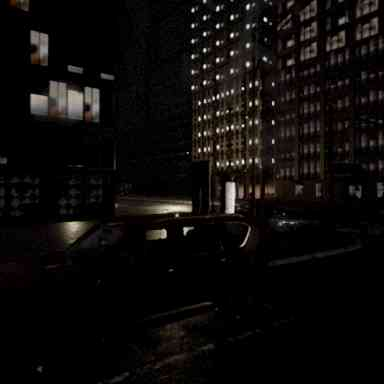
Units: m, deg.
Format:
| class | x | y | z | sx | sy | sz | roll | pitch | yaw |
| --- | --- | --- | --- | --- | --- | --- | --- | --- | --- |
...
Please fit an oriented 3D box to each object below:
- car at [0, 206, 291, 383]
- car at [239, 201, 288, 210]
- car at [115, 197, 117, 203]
| class | x | y | z | sx | sy | sz | roll | pitch | yaw |
| --- | --- | --- | --- | --- | --- | --- | --- | --- | --- |
| car | -0.823 | 1.314 | 5.593 | 5.009 | 1.841 | 2.192 | 0 | 0 | -35 |
| car | 5.315 | 1.348 | 25.068 | 1.994 | 1.385 | 4.181 | 0 | 1 | -37 |
| car | -12.819 | 1.004 | 49.500 | 1.895 | 1.301 | 4.718 | 0 | 1 | -37 |
